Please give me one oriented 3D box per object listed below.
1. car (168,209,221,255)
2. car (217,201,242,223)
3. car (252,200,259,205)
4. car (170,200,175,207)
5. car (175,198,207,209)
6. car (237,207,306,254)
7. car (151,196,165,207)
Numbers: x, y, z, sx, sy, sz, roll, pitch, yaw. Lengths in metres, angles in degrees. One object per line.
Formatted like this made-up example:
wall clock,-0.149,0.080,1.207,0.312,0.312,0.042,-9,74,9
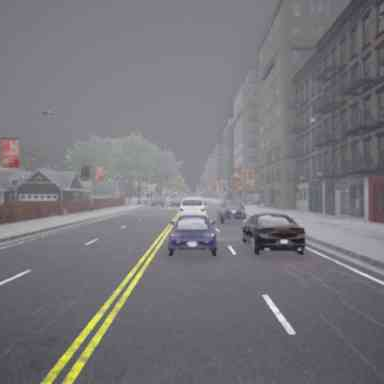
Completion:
car,0.043,1.667,13.906,1.812,1.442,4.674,0,0,1
car,3.305,1.635,28.432,2.097,1.767,4.553,0,-1,1
car,16.473,2.339,78.881,4.313,1.339,1.947,0,-1,0
car,-3.188,2.207,62.903,1.895,1.301,4.718,0,-1,0
car,0.043,1.501,27.580,2.150,2.045,5.566,0,0,0
car,3.296,1.622,14.249,1.882,1.535,5.008,0,0,1
car,-6.431,1.839,63.603,2.150,2.045,5.566,0,-1,0
